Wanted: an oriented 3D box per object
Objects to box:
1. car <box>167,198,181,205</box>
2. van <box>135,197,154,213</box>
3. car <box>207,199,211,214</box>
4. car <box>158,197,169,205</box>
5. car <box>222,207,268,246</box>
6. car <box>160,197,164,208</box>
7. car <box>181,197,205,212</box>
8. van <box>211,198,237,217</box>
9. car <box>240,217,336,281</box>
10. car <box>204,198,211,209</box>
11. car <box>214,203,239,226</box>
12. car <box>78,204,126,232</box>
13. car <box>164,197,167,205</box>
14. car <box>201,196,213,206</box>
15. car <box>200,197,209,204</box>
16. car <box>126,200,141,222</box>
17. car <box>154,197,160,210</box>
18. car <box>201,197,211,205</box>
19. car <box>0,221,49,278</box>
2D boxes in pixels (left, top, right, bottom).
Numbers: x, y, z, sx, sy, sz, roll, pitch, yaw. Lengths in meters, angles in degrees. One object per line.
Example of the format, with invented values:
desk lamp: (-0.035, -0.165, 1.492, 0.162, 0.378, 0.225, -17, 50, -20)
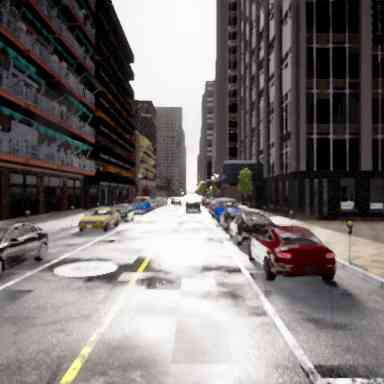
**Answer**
car: (-2.977, 1.760, 62.365, 1.994, 1.385, 4.181, 0, 0, 1)
van: (-5.657, 1.452, 37.961, 1.690, 1.788, 3.998, 0, 0, 0)
car: (2.719, 1.637, 32.288, 1.887, 1.381, 4.507, 0, 0, 0)
car: (-5.632, 1.741, 66.107, 1.752, 1.417, 4.829, 0, 0, 0)
car: (2.704, 1.587, 15.298, 2.008, 1.369, 4.403, 0, 0, 0)
car: (-5.647, 1.714, 49.288, 1.947, 1.339, 4.313, 0, 0, 0)
car: (0.135, 1.613, 41.002, 2.128, 1.511, 4.902, 0, 0, 0)
van: (2.713, 1.414, 26.625, 1.690, 1.788, 3.998, 0, 0, 0)
car: (2.699, 1.602, 9.634, 1.802, 1.307, 4.206, 0, 0, 0)
car: (2.724, 1.662, 37.953, 2.008, 1.369, 4.403, 0, 0, 0)
car: (2.708, 1.605, 20.960, 2.008, 1.369, 4.403, 0, 0, 0)
car: (-5.672, 1.579, 20.798, 1.752, 1.417, 4.829, 0, 0, 0)
car: (-5.642, 1.609, 54.950, 1.967, 1.590, 4.097, 0, 0, 0)
car: (2.742, 1.631, 60.608, 1.967, 1.590, 4.097, 0, 0, 0)
car: (2.752, 1.770, 72.102, 1.752, 1.417, 4.829, 0, 0, 0)
car: (-5.667, 1.624, 26.632, 2.008, 1.369, 4.403, 0, 0, 0)
car: (-5.652, 1.654, 43.454, 1.752, 1.417, 4.829, 0, 0, 0)
car: (2.748, 1.761, 66.270, 1.887, 1.381, 4.507, 0, 0, 0)
car: (-5.681, 1.571, 9.642, 2.008, 1.369, 4.403, 0, 0, 0)
